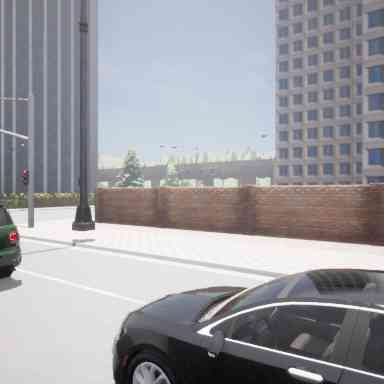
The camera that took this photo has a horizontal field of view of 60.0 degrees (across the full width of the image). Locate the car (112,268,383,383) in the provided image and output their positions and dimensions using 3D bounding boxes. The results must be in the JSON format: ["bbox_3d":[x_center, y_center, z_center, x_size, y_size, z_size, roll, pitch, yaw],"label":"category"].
[{"bbox_3d":[1.343,1.505,3.035,4.892,1.490,1.837,0,0,36],"label":"car"}]

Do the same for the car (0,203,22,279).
[{"bbox_3d":[-6.735,1.221,8.778,5.566,2.045,2.150,0,0,35],"label":"car"}]
